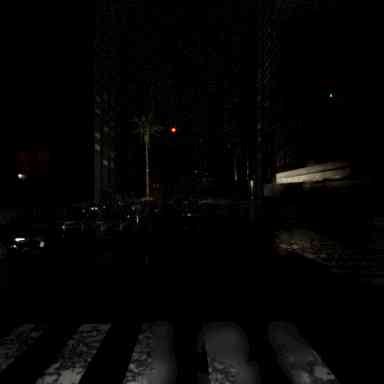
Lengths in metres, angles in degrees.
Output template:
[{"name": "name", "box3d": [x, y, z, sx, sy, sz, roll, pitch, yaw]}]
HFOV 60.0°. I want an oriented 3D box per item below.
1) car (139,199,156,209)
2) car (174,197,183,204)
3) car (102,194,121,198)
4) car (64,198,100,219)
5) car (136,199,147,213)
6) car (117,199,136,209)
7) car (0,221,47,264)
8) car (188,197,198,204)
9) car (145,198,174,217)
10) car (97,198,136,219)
[{"name": "car", "box3d": [-6.500, 1.734, 48.939, 1.895, 1.301, 4.718, 0, 0, 0]}, {"name": "car", "box3d": [-3.017, 1.790, 69.793, 1.994, 1.385, 4.181, 0, 0, 0]}, {"name": "car", "box3d": [-9.780, 1.319, 39.793, 2.150, 2.045, 5.566, 0, 0, 0]}, {"name": "car", "box3d": [-9.792, 1.543, 29.847, 1.882, 1.535, 5.008, 0, 0, 0]}, {"name": "car", "box3d": [-6.528, 1.586, 39.051, 2.128, 1.511, 4.902, 0, 0, 0]}, {"name": "car", "box3d": [-9.744, 1.701, 49.754, 1.994, 1.385, 4.181, 0, 0, 0]}, {"name": "car", "box3d": [-7.483, 1.500, 11.122, 4.902, 1.511, 2.128, 0, 0, -1]}, {"name": "car", "box3d": [0.233, 1.790, 69.812, 1.994, 1.385, 4.181, 0, 0, 0]}, {"name": "car", "box3d": [-3.122, 1.599, 32.666, 1.812, 1.442, 4.674, 0, 0, 0]}, {"name": "car", "box3d": [-6.546, 1.542, 29.583, 1.882, 1.535, 5.008, 0, 0, 0]}]
